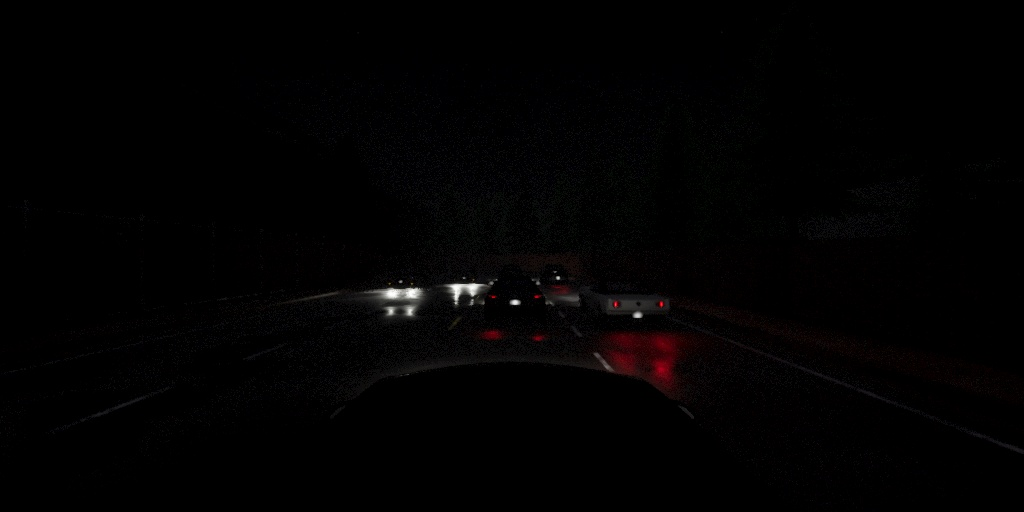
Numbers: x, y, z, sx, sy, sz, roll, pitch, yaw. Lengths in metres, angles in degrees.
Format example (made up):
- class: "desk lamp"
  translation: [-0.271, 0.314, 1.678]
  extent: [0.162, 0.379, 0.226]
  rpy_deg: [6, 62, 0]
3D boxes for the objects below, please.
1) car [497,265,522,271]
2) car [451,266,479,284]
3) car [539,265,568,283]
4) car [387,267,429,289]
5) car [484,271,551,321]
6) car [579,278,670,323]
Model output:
- class: "car"
  translation: [-0.156, 1.447, 30.000]
  extent: [1.837, 1.490, 4.892]
  rpy_deg: [0, 0, -5]
- class: "car"
  translation: [-3.740, 1.500, 29.235]
  extent: [1.994, 1.385, 4.181]
  rpy_deg: [0, 0, -3]
- class: "car"
  translation: [3.410, 1.448, 29.965]
  extent: [1.837, 1.490, 4.892]
  rpy_deg: [0, 0, -3]
- class: "car"
  translation: [-7.139, 1.470, 24.945]
  extent: [1.994, 1.385, 4.181]
  rpy_deg: [0, 0, -1]
- class: "car"
  translation: [0.099, 1.390, 12.813]
  extent: [1.994, 1.385, 4.181]
  rpy_deg: [0, 0, 0]
- class: "car"
  translation: [3.600, 1.426, 12.481]
  extent: [1.895, 1.301, 4.718]
  rpy_deg: [0, 0, 0]
